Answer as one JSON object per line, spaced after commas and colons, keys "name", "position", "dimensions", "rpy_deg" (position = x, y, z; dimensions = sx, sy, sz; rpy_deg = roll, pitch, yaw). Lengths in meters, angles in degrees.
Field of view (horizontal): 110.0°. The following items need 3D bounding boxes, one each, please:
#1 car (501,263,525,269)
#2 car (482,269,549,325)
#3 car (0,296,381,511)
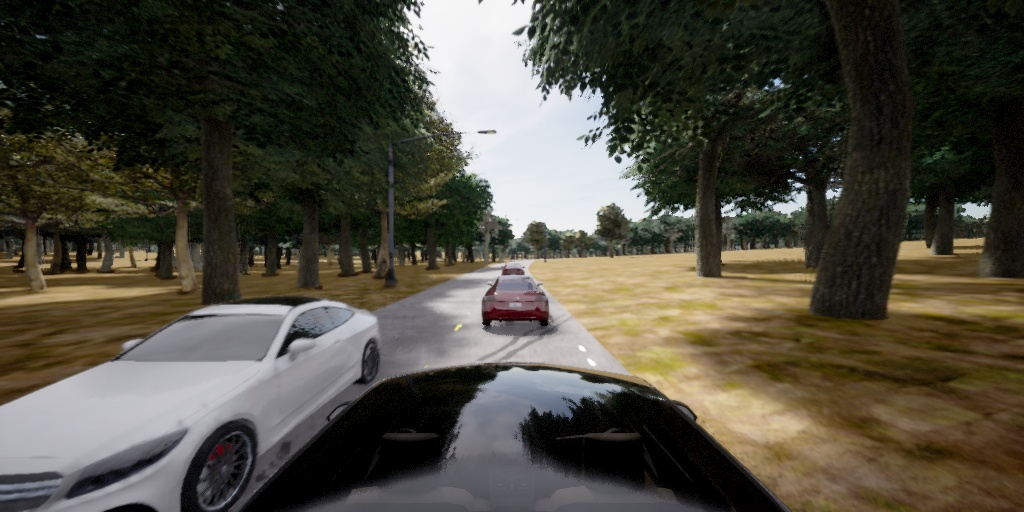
{"name": "car", "position": [0.105, 1.250, 29.263], "dimensions": [1.812, 1.442, 4.674], "rpy_deg": [0, 0, 0]}
{"name": "car", "position": [0.100, 1.310, 11.849], "dimensions": [1.994, 1.385, 4.181], "rpy_deg": [0, 0, 0]}
{"name": "car", "position": [-3.097, 1.275, 4.321], "dimensions": [1.812, 1.442, 4.674], "rpy_deg": [0, 0, 0]}
